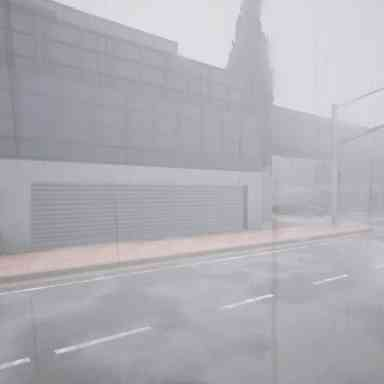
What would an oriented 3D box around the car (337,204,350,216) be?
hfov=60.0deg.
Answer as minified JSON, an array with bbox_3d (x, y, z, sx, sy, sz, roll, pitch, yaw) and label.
[{"bbox_3d":[12.657,1.492,32.234,2.128,1.511,4.902,0,0,-37],"label":"car"}]

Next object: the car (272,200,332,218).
[{"bbox_3d":[9.715,1.547,30.326,2.033,1.411,5.357,0,0,-37],"label":"car"}]
